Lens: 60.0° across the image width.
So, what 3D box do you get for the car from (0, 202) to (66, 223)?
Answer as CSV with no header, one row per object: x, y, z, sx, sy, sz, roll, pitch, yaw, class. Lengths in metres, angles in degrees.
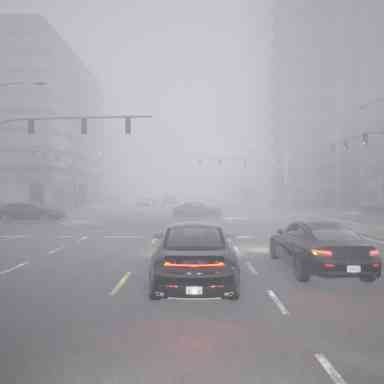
-12.089,1.507,25.094,4.892,1.490,1.837,-1,0,1,car

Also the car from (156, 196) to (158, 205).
-7.073,1.477,59.926,1.882,1.535,5.008,0,0,0,car

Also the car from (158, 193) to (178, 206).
-3.606,1.221,53.344,2.150,2.045,5.566,0,0,1,car

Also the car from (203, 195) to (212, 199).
3.500,1.500,74.698,1.837,1.490,4.892,0,0,0,car

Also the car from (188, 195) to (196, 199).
-0.004,1.364,73.853,2.128,1.511,4.902,0,0,0,car

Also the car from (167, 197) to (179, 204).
-3.553,1.601,63.317,1.895,1.301,4.718,0,0,1,car

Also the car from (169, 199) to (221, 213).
0.403,1.564,28.468,4.181,1.385,1.994,0,0,1,car

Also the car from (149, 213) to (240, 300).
0.057,1.505,8.345,1.837,1.490,4.892,0,0,0,car

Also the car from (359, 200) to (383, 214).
20.844,1.547,35.464,5.357,1.411,2.033,0,0,1,car

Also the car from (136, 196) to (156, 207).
-7.101,1.547,50.103,2.033,1.411,5.357,0,0,0,car

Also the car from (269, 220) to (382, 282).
3.563,1.526,9.601,1.812,1.442,4.674,0,0,0,car
